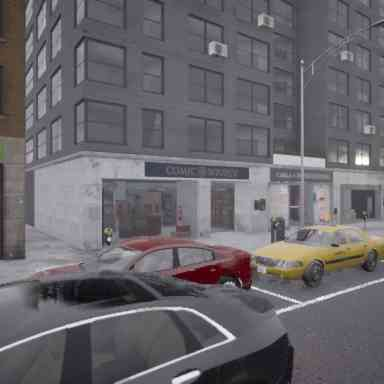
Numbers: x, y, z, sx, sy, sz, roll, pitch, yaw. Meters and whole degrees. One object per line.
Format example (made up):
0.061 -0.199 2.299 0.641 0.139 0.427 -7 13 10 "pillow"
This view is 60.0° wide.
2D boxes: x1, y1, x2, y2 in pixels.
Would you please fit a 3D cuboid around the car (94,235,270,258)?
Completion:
-0.867 1.545 6.132 4.507 1.381 1.887 0 0 -35 "car"

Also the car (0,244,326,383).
-1.292 1.505 2.460 4.892 1.490 1.837 0 0 -35 "car"

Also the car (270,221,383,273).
3.626 1.525 9.302 4.829 1.417 1.752 0 0 -35 "car"
